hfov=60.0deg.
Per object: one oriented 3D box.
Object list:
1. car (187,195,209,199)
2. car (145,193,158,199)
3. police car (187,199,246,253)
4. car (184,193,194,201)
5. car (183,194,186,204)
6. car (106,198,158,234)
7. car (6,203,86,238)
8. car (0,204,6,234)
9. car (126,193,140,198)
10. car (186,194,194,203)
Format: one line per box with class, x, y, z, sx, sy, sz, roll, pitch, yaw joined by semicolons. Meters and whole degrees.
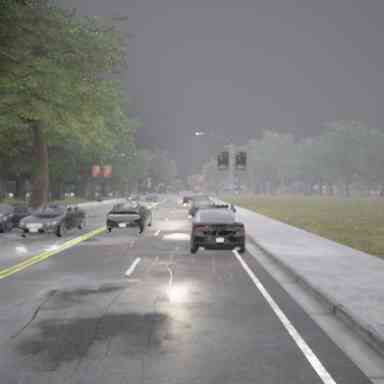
car;0.786;1.248;23.019;1.882;1.535;5.008;0;1;0
car;-7.042;0.985;57.890;1.837;1.490;4.892;0;0;0
police car;0.867;1.292;13.129;1.930;1.638;5.238;0;1;0
car;-0.543;0.990;65.762;1.994;1.385;4.181;0;0;0
car;-0.376;1.019;49.558;1.882;1.535;5.008;0;0;0
car;-3.298;1.309;18.095;2.128;1.511;4.902;0;1;0
car;-6.736;1.324;16.554;2.128;1.511;4.902;0;1;0
car;-9.999;1.365;18.032;2.033;1.411;5.357;0;1;0
car;-10.293;0.972;57.863;2.128;1.511;4.902;0;0;0
car;0.736;1.064;28.988;2.097;1.767;4.553;0;1;0
